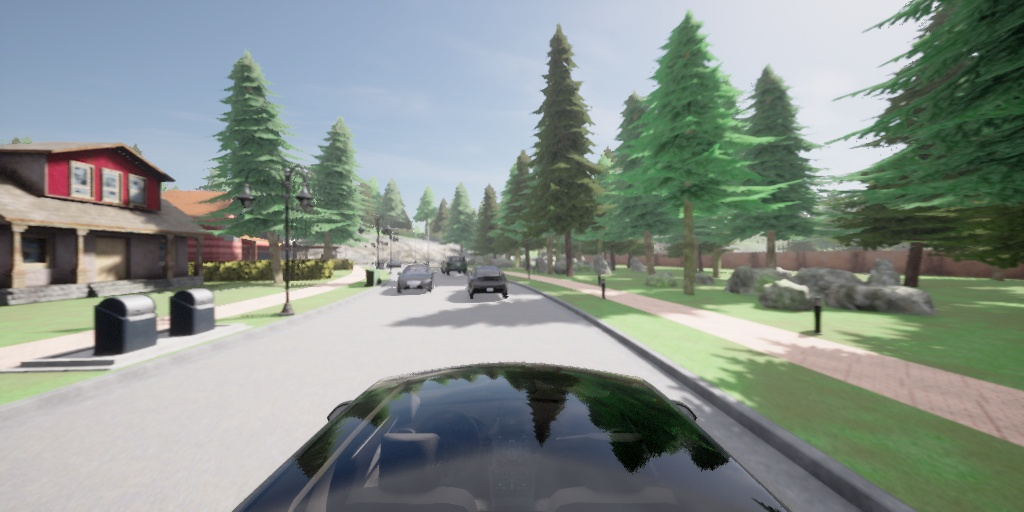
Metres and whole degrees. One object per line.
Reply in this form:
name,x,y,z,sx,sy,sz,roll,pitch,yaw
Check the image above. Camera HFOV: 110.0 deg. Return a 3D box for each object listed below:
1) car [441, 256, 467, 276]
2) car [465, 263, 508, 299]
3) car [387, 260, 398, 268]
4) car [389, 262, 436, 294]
car,-6.248,1.009,38.654,2.150,2.045,5.566,0,0,-19
car,-1.335,1.265,18.473,1.837,1.490,4.892,0,0,-8
car,-19.706,1.406,60.009,2.033,1.411,5.357,0,0,-26
car,-5.434,1.272,20.628,2.128,1.511,4.902,0,0,-10
